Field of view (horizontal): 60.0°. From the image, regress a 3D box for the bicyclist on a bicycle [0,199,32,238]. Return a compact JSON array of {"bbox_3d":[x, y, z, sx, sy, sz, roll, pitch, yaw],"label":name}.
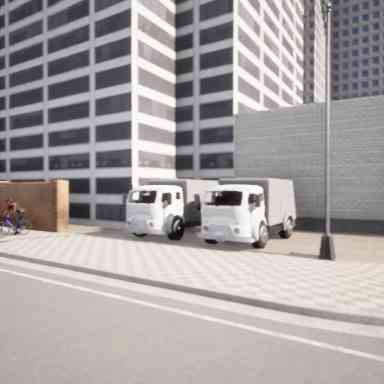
[{"bbox_3d":[-7.656,1.115,14.281,0.582,1.620,1.656,0,1,32],"label":"bicyclist on a bicycle"}]
